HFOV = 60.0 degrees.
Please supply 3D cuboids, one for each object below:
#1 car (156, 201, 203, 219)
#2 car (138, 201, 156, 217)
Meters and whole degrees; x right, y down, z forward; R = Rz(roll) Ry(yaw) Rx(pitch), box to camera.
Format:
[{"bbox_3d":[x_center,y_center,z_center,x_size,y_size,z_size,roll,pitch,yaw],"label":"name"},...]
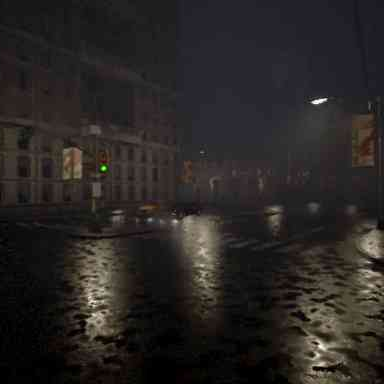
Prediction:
[{"bbox_3d":[-0.852,1.657,31.426,1.837,1.490,4.892,-1,0,36],"label":"car"},{"bbox_3d":[-3.347,1.658,33.970,1.882,1.535,5.008,-1,0,35],"label":"car"}]
